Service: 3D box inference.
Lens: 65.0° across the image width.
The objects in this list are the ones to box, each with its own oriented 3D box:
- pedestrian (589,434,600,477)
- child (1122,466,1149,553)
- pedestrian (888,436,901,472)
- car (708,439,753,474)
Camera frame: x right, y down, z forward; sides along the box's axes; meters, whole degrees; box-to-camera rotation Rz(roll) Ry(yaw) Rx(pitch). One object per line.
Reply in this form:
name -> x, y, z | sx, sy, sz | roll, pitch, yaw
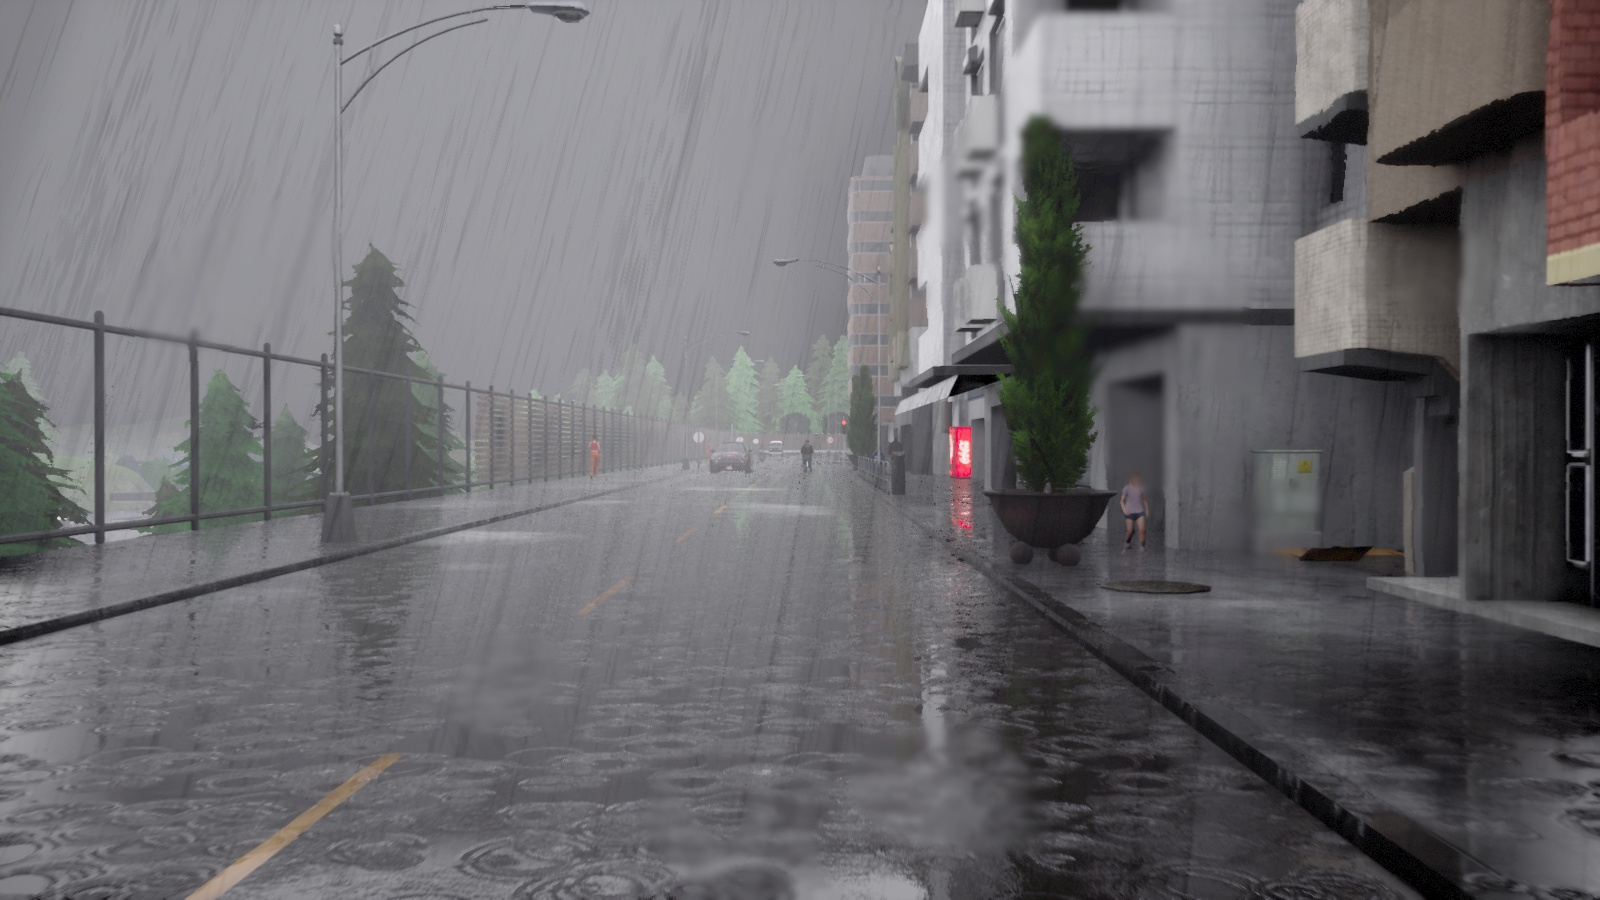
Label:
pedestrian -> -8.854, 0.232, 54.186 | 0.345, 1.836, 0.594 | 0, 0, 2
child -> 4.399, 0.774, 16.462 | 0.255, 1.110, 0.394 | 0, 0, 0
pedestrian -> 4.933, 0.197, 65.341 | 0.634, 1.844, 0.899 | 0, 0, 1
car -> -3.616, 0.336, 66.295 | 2.097, 1.767, 4.553 | 0, 0, 0
